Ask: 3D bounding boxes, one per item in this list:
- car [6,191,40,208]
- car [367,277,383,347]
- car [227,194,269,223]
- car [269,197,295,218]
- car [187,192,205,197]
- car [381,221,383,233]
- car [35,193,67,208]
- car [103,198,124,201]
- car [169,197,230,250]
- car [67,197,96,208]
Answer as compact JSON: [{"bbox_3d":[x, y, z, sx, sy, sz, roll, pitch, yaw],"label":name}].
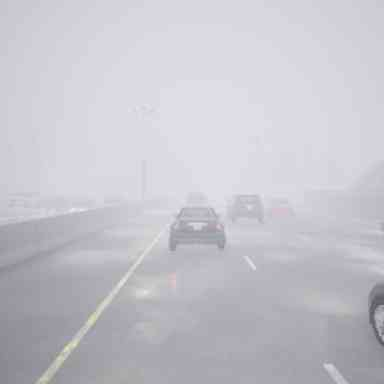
[{"bbox_3d":[-20.634,0.910,41.266,2.150,2.045,5.566,0,0,1],"label":"car"},{"bbox_3d":[3.644,1.509,3.247,1.837,1.490,4.892,0,0,0],"label":"car"},{"bbox_3d":[3.819,1.124,24.509,2.150,2.045,5.566,0,0,1],"label":"car"},{"bbox_3d":[7.364,1.253,28.977,2.097,1.767,4.553,0,0,1],"label":"car"},{"bbox_3d":[0.417,1.059,34.059,2.150,2.045,5.566,0,0,1],"label":"car"},{"bbox_3d":[7.169,1.524,8.596,1.812,1.442,4.674,0,0,0],"label":"car"},{"bbox_3d":[-17.126,1.194,41.780,2.128,1.511,4.902,0,0,1],"label":"car"},{"bbox_3d":[-10.090,0.927,43.469,2.033,1.411,5.357,0,0,1],"label":"car"},{"bbox_3d":[0.220,1.284,14.131,2.097,1.767,4.553,0,0,1],"label":"car"},{"bbox_3d":[-13.623,1.285,41.865,1.994,1.385,4.181,0,0,1],"label":"car"}]
